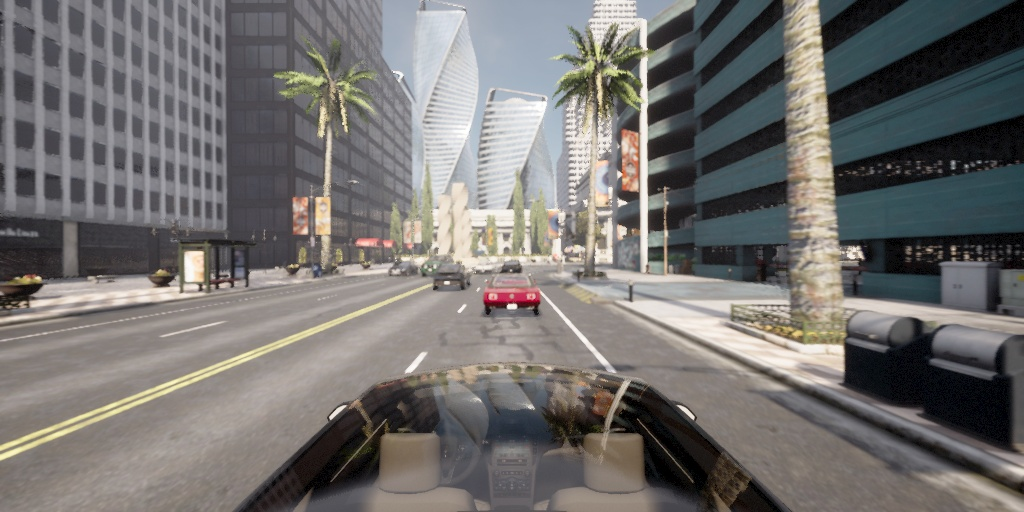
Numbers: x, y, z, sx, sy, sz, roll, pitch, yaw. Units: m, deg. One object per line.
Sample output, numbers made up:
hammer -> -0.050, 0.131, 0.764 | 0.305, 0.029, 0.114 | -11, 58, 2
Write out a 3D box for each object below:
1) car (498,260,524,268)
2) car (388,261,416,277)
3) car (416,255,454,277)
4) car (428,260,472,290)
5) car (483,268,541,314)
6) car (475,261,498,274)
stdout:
car -> 0.091, 1.128, 34.045 | 1.882, 1.535, 5.008 | -1, 0, 4
car -> -10.618, 1.247, 35.638 | 1.812, 1.442, 4.674 | 0, 0, 6
car -> -7.145, 0.899, 35.189 | 2.150, 2.045, 5.566 | 0, 0, 6
car -> -3.632, 1.214, 22.232 | 1.837, 1.490, 4.892 | 0, 0, -1
car -> -0.025, 1.315, 13.612 | 1.895, 1.301, 4.718 | 0, 0, -1
car -> -2.558, 1.250, 39.317 | 1.895, 1.301, 4.718 | 0, 0, 11
